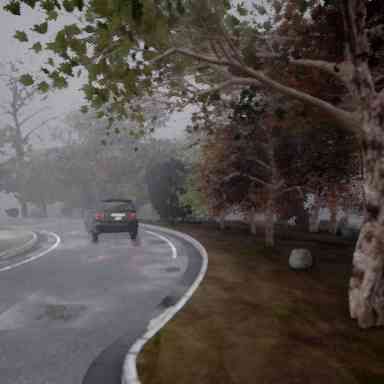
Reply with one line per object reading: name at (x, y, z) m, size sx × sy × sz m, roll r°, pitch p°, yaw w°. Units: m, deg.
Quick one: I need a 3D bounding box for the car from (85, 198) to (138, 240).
car at (-4.449, 1.351, 18.061) m, size 2.150 × 2.045 × 5.566 m, roll 1°, pitch -1°, yaw -21°
